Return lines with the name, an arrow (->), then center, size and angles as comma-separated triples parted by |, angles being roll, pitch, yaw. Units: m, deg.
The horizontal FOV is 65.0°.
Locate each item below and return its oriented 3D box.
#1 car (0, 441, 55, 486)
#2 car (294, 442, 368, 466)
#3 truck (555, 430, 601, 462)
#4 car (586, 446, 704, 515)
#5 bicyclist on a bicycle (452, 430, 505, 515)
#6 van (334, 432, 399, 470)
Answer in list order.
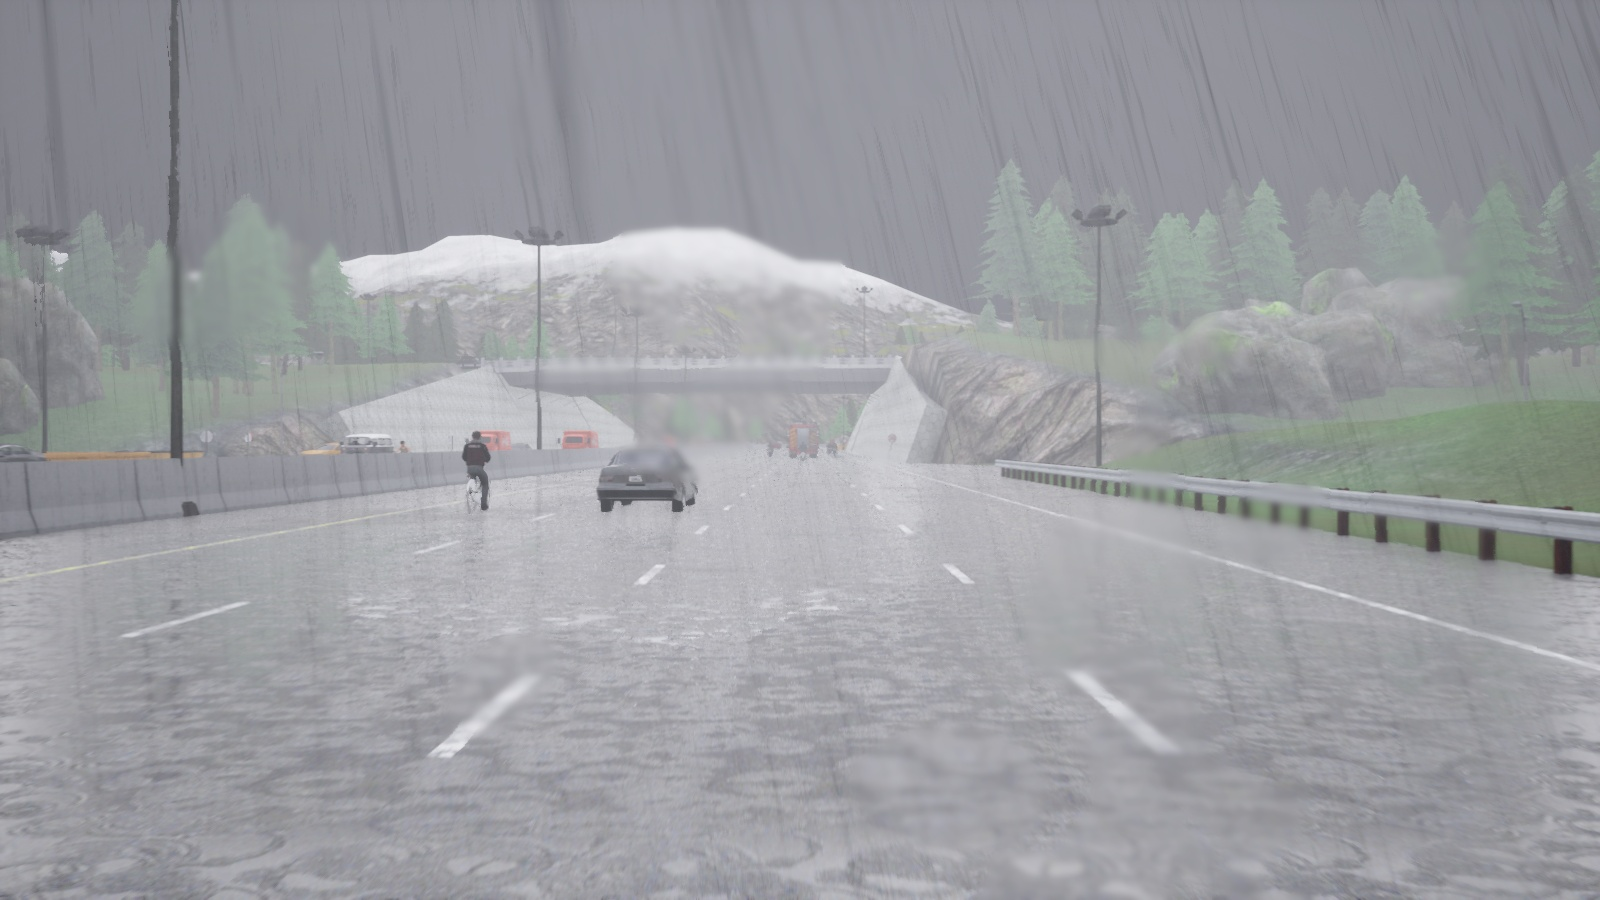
car -> -27.875, 0.440, 42.720 | 2.128, 1.511, 4.902 | 0, 0, 0
car -> -31.088, 0.230, 83.390 | 1.882, 1.535, 5.008 | 0, 0, 19
truck -> -17.232, -0.304, 97.760 | 2.627, 2.467, 5.204 | 0, 0, 0
car -> -3.411, 0.630, 28.685 | 2.033, 1.411, 5.357 | 0, 0, 0
bicyclist on a bicycle -> -6.915, 0.459, 27.090 | 0.659, 1.776, 1.843 | 0, 1, 0
van -> -24.302, 0.054, 70.520 | 2.069, 2.038, 4.480 | 0, 0, 0
